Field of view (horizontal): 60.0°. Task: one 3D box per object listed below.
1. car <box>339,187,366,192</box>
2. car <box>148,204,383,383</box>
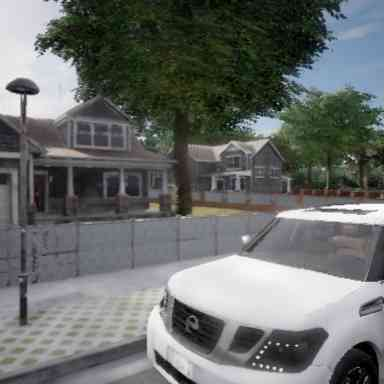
[{"bbox_3d":[25.113,0.375,50.703,2.150,2.045,5.566,-1,5,-44],"label":"car"},{"bbox_3d":[2.145,1.225,4.666,5.566,2.045,2.150,0,0,-36],"label":"car"}]
